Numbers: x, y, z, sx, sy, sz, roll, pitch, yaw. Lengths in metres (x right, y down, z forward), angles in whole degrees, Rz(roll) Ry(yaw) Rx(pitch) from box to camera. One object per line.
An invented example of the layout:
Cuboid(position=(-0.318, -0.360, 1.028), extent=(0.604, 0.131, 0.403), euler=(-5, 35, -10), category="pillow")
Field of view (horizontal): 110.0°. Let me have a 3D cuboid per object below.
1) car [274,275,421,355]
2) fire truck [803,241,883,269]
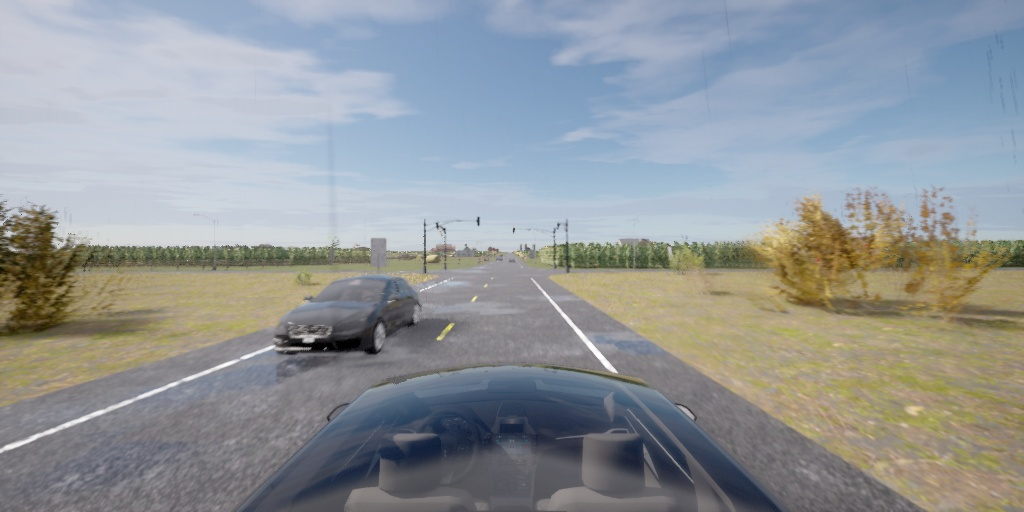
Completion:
Cuboid(position=(-3.600, 1.255, 8.782), extent=(1.837, 1.490, 4.892), euler=(0, 0, 0), category="car")
Cuboid(position=(43.773, -0.092, 47.696), extent=(8.468, 3.827, 2.891), euler=(0, 0, 0), category="fire truck")
